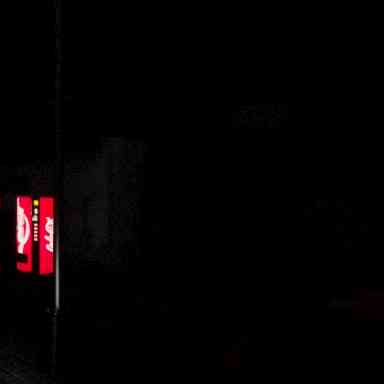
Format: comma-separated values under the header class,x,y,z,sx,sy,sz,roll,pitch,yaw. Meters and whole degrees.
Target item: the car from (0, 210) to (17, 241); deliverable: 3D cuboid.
class,x,y,z,sx,sy,sz,roll,pitch,yaw
car,-10.082,1.221,14.322,2.150,2.045,5.566,0,0,36
